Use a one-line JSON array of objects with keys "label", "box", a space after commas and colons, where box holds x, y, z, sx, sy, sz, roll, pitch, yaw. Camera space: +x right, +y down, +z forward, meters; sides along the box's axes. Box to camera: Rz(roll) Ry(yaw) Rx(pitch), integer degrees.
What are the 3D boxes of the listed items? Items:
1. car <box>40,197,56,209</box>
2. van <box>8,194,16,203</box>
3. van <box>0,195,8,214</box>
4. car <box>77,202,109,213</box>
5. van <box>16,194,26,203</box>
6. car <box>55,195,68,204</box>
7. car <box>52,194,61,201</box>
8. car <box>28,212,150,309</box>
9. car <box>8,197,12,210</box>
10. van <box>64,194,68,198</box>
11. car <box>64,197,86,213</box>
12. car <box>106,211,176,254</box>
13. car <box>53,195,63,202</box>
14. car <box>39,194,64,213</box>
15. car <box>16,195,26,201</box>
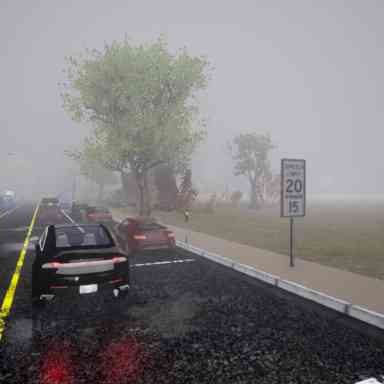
[{"label": "car", "box": [-19.669, 1.452, 45.472, 1.882, 1.535, 5.008, 0, 0, -24]}, {"label": "van", "box": [-25.124, 1.326, 44.611, 1.690, 1.788, 3.998, -1, 0, -24]}, {"label": "van", "box": [-20.567, 1.331, 34.495, 1.690, 1.788, 3.998, -1, 0, -24]}, {"label": "car", "box": [-6.525, 1.563, 22.742, 1.802, 1.307, 4.206, -1, 0, -24]}, {"label": "van", "box": [-36.516, 1.312, 69.904, 1.690, 1.788, 3.998, -1, 0, -24]}, {"label": "car", "box": [-24.817, 1.400, 63.121, 1.967, 1.590, 4.097, -1, 0, -24]}, {"label": "car", "box": [-33.920, 1.387, 83.331, 1.967, 1.590, 4.097, -1, 0, -24]}, {"label": "car", "box": [-2.817, 1.486, 8.058, 2.128, 1.511, 4.902, 0, 0, -24]}, {"label": "car", "box": [-22.842, 1.570, 39.554, 1.802, 1.307, 4.206, -1, 0, -24]}, {"label": "van", "box": [-22.542, 1.304, 58.068, 1.690, 1.788, 3.998, -1, 0, -24]}, {"label": "car", "box": [-11.161, 1.526, 32.808, 2.008, 1.369, 4.403, -1, 0, -24]}, {"label": "car", "box": [-1.940, 1.568, 12.650, 1.802, 1.307, 4.206, -1, 0, -24]}, {"label": "car", "box": [-31.642, 1.516, 78.279, 1.947, 1.339, 4.313, -1, 0, -24]}, {"label": "car", "box": [-15.404, 1.331, 36.131, 2.097, 1.767, 4.553, 0, 0, -24]}, {"label": "car", "box": [-41.070, 1.509, 80.022, 1.887, 1.381, 4.507, -1, 0, -24]}]
